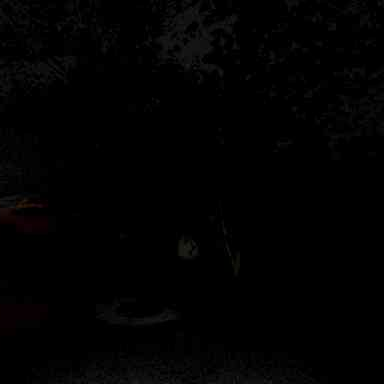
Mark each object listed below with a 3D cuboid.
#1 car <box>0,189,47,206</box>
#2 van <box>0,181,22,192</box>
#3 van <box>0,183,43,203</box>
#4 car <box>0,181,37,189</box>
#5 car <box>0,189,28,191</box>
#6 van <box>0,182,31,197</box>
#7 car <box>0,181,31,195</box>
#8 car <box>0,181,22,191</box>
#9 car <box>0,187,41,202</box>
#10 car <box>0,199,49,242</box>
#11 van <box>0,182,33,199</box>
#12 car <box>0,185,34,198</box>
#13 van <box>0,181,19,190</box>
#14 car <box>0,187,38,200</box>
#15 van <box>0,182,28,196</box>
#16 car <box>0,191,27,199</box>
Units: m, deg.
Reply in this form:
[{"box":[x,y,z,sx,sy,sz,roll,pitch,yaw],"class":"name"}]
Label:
[{"box":[-16.692,0.496,31.879,4.792,1.488,2.163,1,2,-30],"class":"car"},{"box":[-34.793,-1.047,63.110,4.442,1.987,1.878,1,1,-30],"class":"van"},{"box":[-18.018,0.122,34.441,4.442,1.987,1.878,1,2,-30],"class":"van"},{"box":[-15.236,0.335,29.511,5.566,2.045,2.435,1,2,-30],"class":"car"},{"box":[-12.635,0.816,24.633,5.366,1.575,1.946,1,2,-30],"class":"car"},{"box":[-24.942,-0.383,46.274,4.442,1.987,1.878,1,1,-30],"class":"van"},{"box":[-27.862,-0.599,50.979,5.566,2.045,2.435,1,1,-30],"class":"car"},{"box":[-39.111,-1.357,70.204,5.566,2.045,2.435,1,1,-30],"class":"car"},{"box":[-19.501,0.263,36.793,4.792,1.488,2.163,1,2,-30],"class":"car"},{"box":[-6.952,1.289,15.275,5.008,1.535,2.097,1,2,-30],"class":"car"},{"box":[-22.331,-0.195,41.368,4.442,1.987,1.878,1,2,-31],"class":"van"},{"box":[-23.647,-0.065,43.834,5.008,1.535,2.097,1,1,-30],"class":"car"},{"box":[-40.385,-1.424,72.668,4.442,1.987,1.878,1,1,-30],"class":"van"},{"box":[-20.832,0.162,39.070,4.792,1.488,2.163,1,2,-30],"class":"car"},{"box":[-26.541,-0.481,48.546,4.442,1.987,1.878,1,1,-30],"class":"van"},{"box":[-8.314,1.046,17.680,4.553,1.767,2.185,1,2,-30],"class":"car"}]
